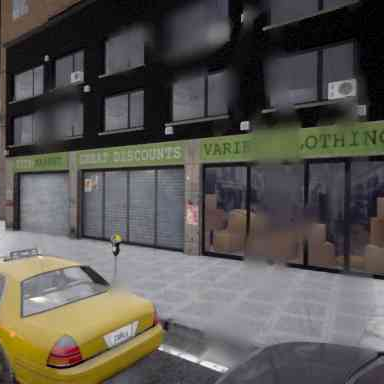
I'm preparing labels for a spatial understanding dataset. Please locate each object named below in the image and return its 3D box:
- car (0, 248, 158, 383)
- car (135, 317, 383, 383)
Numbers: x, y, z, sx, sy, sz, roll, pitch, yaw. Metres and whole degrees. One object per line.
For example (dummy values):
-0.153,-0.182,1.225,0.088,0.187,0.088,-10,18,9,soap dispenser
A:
-2.648,1.524,4.983,4.829,1.417,1.752,0,1,36,car
2.034,1.551,1.635,4.403,1.369,2.008,0,1,36,car
